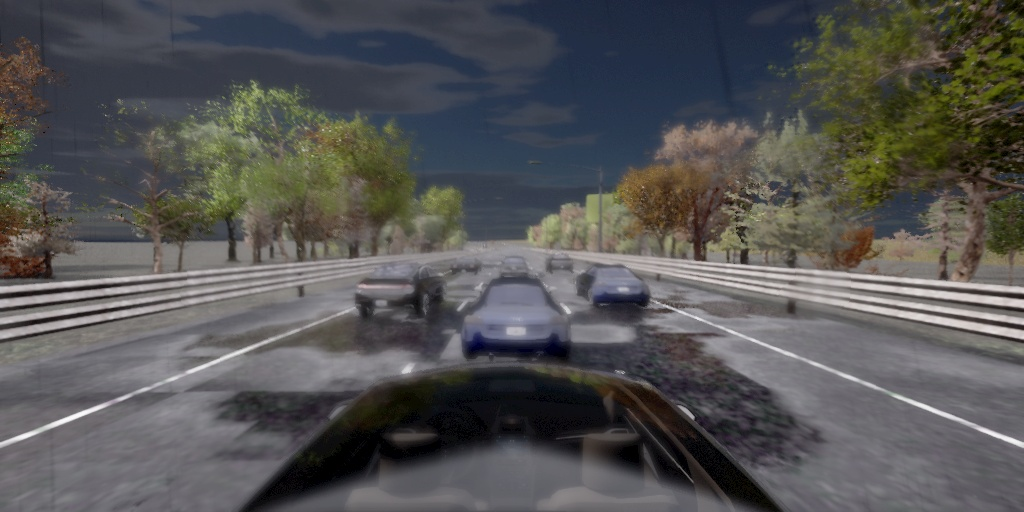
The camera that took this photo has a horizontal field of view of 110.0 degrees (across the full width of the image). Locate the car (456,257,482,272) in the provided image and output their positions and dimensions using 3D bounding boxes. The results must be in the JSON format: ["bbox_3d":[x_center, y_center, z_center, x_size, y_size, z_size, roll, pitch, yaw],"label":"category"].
[{"bbox_3d":[-3.325,0.690,27.066,1.895,1.301,4.718,0,1,0],"label":"car"}]

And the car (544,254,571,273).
[{"bbox_3d":[3.681,0.546,28.544,2.128,1.511,4.902,0,1,0],"label":"car"}]

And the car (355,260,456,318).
[{"bbox_3d":[-3.381,0.974,11.732,2.128,1.511,4.902,0,1,0],"label":"car"}]

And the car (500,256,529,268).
[{"bbox_3d":[0.148,0.721,23.874,2.033,1.411,5.357,0,2,1],"label":"car"}]

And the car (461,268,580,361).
[{"bbox_3d":[0.084,1.151,7.918,1.994,1.385,4.181,0,2,0],"label":"car"}]

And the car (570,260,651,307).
[{"bbox_3d":[3.628,1.005,13.564,1.994,1.385,4.181,0,1,0],"label":"car"}]
